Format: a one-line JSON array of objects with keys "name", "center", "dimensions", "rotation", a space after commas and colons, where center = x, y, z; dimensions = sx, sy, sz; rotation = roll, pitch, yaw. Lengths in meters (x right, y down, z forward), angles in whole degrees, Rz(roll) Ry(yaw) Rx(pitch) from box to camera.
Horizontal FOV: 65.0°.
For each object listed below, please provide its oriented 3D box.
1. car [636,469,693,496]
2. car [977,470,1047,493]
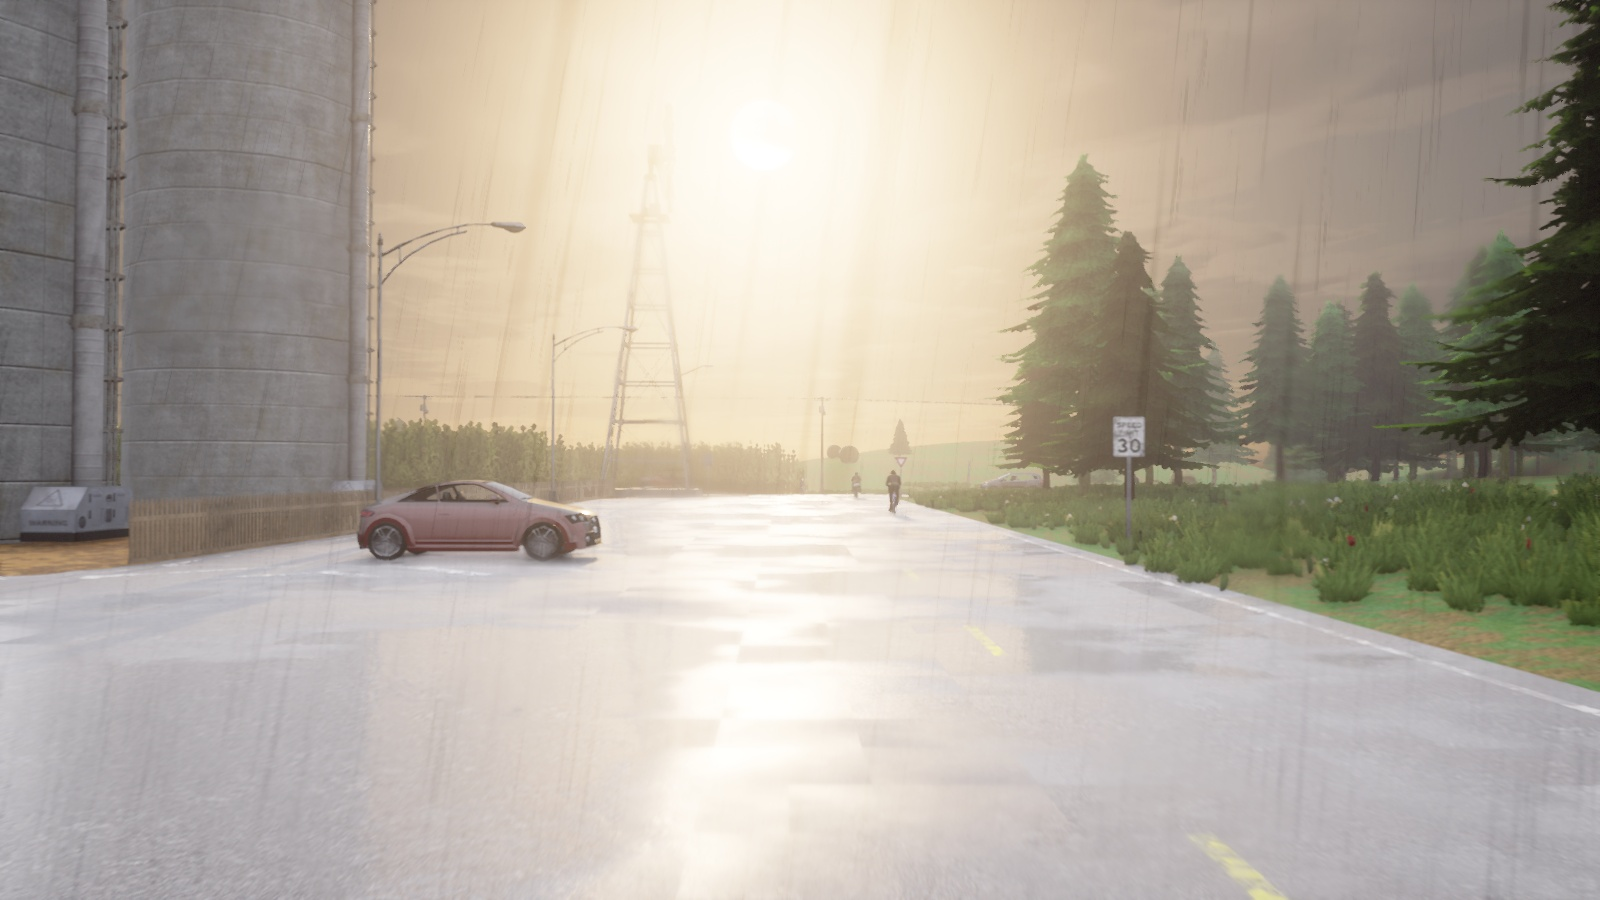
[{"name": "car", "center": [-9.652, 2.286, 89.421], "dimensions": [3.866, 1.878, 1.905], "rotation": [0, -1, 0]}, {"name": "car", "center": [15.107, 2.240, 89.702], "dimensions": [4.611, 1.667, 2.242], "rotation": [0, -1, 0]}]
